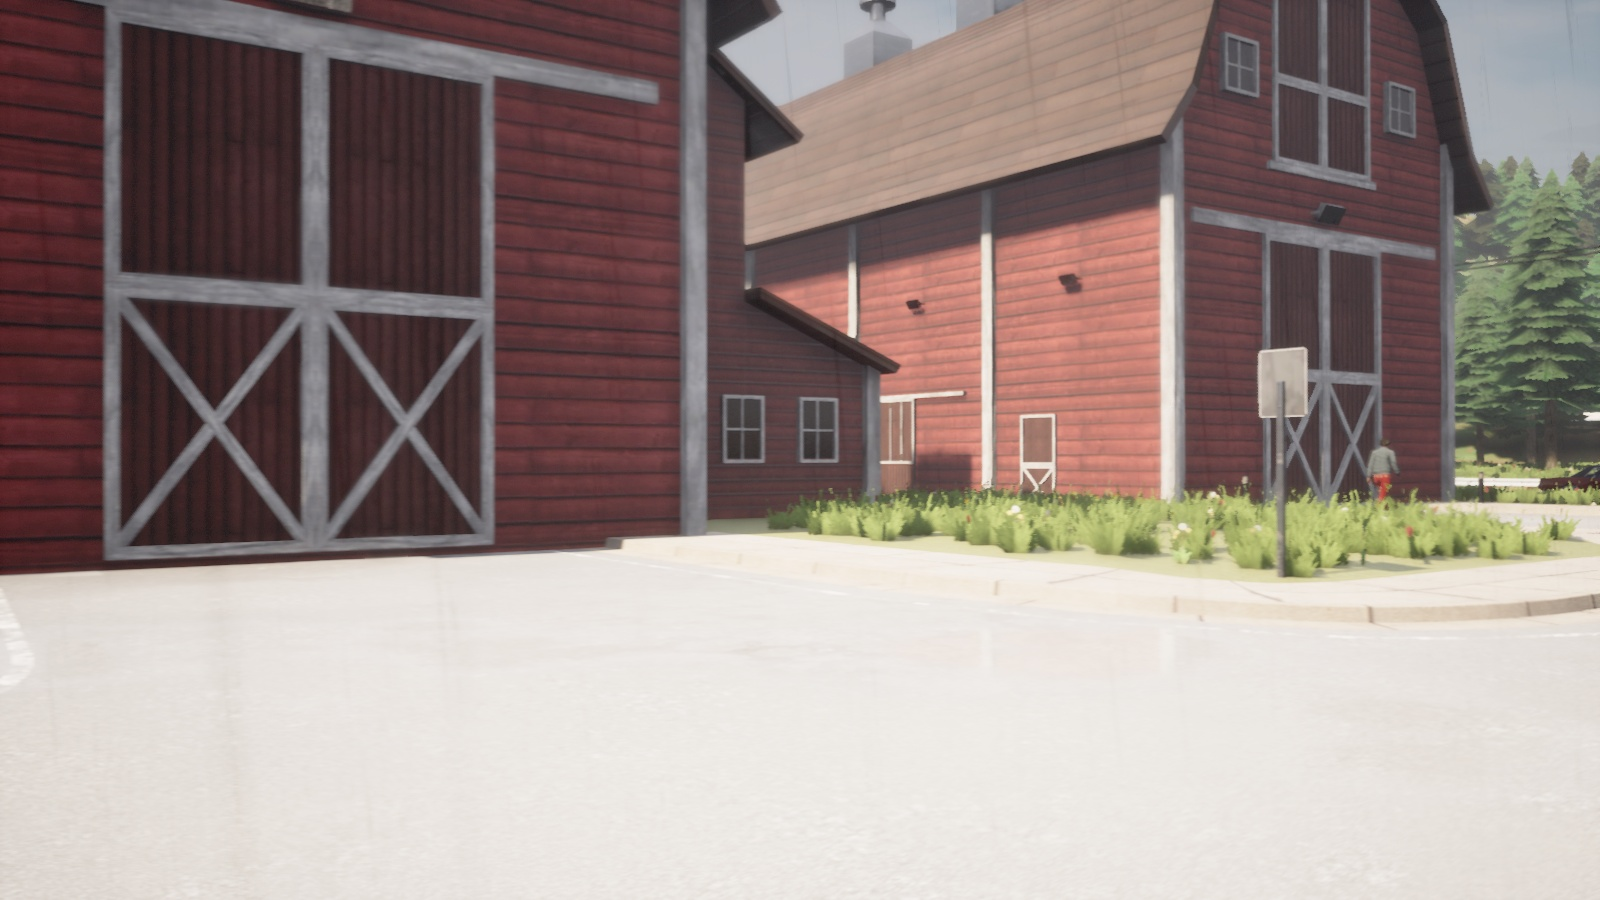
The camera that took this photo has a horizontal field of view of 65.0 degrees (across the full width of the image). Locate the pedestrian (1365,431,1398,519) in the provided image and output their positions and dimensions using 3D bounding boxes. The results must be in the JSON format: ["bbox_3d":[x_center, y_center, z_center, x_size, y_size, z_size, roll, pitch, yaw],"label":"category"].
[{"bbox_3d":[12.348,0.516,26.657,0.614,1.847,0.353,0,0,-34],"label":"pedestrian"}]

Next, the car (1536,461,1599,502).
[{"bbox_3d":[26.498,1.011,40.198,1.895,1.301,4.718,0,0,-34],"label":"car"}]
